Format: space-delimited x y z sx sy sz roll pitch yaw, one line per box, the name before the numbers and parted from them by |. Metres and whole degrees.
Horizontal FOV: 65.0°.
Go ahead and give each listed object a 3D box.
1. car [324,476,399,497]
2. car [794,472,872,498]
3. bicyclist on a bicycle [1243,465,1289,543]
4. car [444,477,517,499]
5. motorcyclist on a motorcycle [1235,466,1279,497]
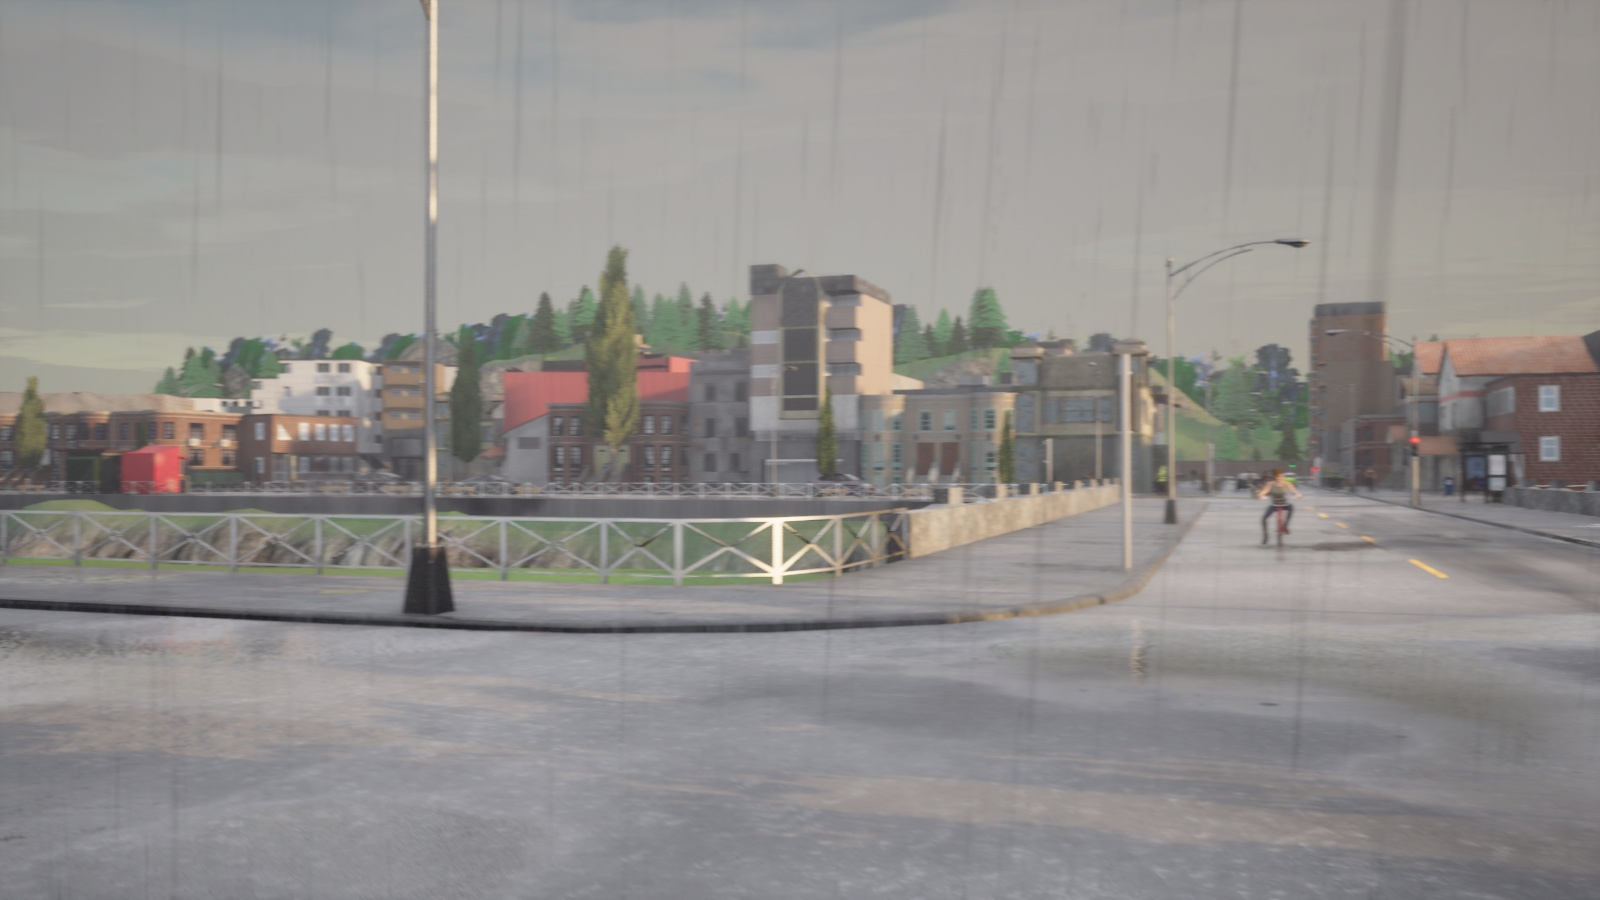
car | -31.055 2.594 88.979 4.892 1.490 1.837 -1 -1 19
car | 1.946 2.067 73.586 4.193 1.474 1.816 -1 -1 19
bicyclist on a bicycle | 9.846 1.123 26.578 0.866 1.612 1.509 -1 -1 19
car | -20.671 2.435 81.242 4.181 1.385 1.994 -1 -1 19
motorcyclist on a motorcycle | 25.302 1.741 69.552 2.350 1.649 0.766 0 -2 -24
